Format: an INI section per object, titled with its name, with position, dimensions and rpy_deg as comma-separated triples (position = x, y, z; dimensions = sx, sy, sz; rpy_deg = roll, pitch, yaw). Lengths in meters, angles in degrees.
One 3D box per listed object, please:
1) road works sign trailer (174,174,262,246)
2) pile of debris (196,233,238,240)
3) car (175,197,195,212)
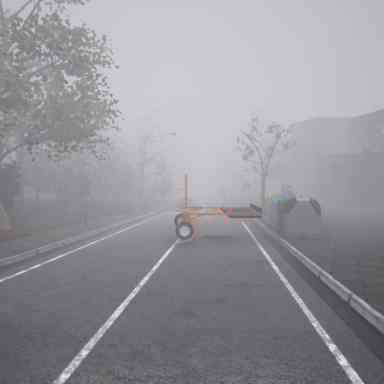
[road works sign trailer]
position = 1.032, 0.662, 14.511
dimensions = 3.560, 2.880, 2.380
rpy_deg = 0, 5, -5
[pile of debris]
position = 1.164, 2.107, 15.807
dimensions = 1.860, 0.140, 1.500
rpy_deg = 0, 0, 3
[car]
position = -0.672, 1.339, 36.751
dimensions = 1.837, 1.490, 4.892
rpy_deg = 0, 0, 4
